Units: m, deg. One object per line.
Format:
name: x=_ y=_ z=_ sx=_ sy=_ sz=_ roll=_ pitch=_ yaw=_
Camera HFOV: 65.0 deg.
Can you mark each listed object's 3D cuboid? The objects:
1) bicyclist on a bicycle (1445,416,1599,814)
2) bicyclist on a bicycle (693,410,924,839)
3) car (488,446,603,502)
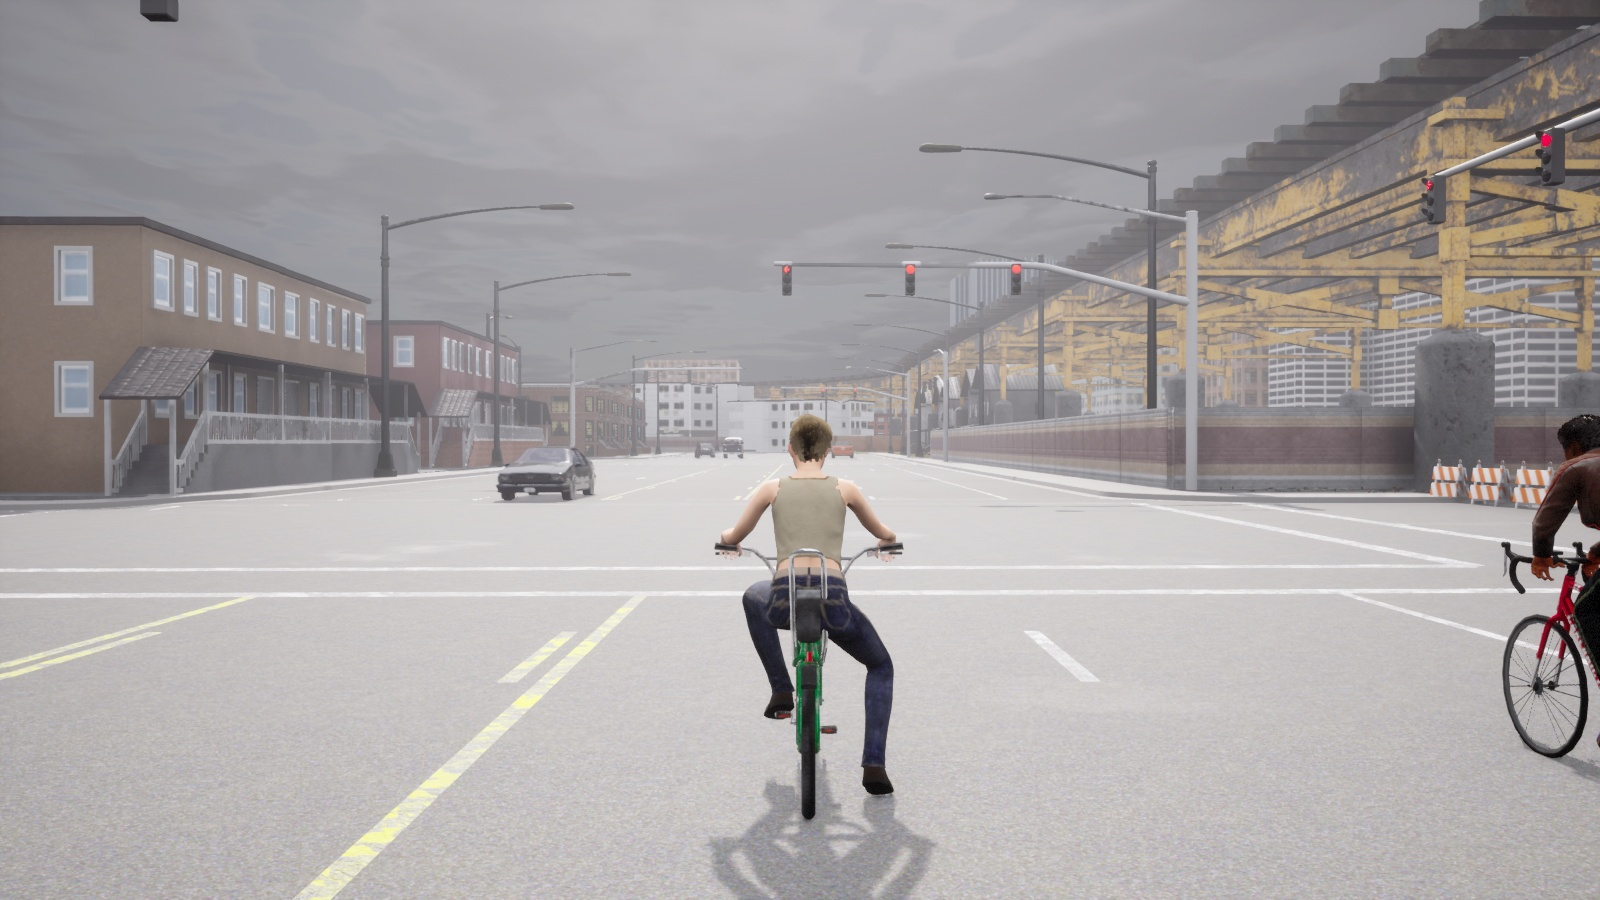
bicyclist on a bicycle: x=3.545 y=0.671 z=5.511 sx=0.582 sy=1.620 sz=1.656 roll=0 pitch=0 yaw=0
bicyclist on a bicycle: x=0.038 y=0.652 z=5.474 sx=0.866 sy=1.612 sz=1.509 roll=0 pitch=0 yaw=0
car: x=-6.806 y=0.595 z=34.232 sx=2.033 sy=1.411 sz=5.357 roll=0 pitch=0 yaw=0
